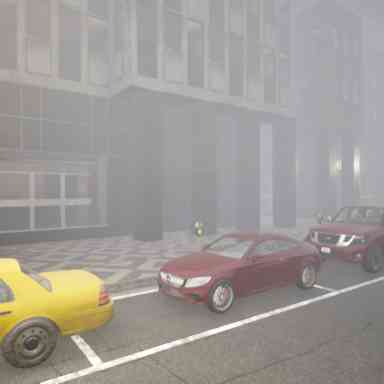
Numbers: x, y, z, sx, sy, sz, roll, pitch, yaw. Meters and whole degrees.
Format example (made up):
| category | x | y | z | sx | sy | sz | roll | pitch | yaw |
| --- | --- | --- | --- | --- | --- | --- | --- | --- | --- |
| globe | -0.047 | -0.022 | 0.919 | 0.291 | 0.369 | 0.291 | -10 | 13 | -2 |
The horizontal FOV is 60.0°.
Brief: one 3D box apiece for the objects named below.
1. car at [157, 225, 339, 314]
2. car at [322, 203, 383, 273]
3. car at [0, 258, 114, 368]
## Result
| category | x | y | z | sx | sy | sz | roll | pitch | yaw |
| --- | --- | --- | --- | --- | --- | --- | --- | --- | --- |
| car | 1.235 | 1.577 | 7.528 | 4.206 | 1.307 | 1.802 | 0 | 0 | -35 |
| car | 5.798 | 1.305 | 10.779 | 5.009 | 1.841 | 2.192 | 0 | 0 | -35 |
| car | -3.466 | 1.526 | 4.180 | 4.829 | 1.417 | 1.752 | 0 | 0 | -35 |
